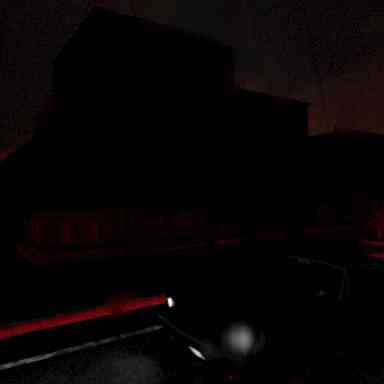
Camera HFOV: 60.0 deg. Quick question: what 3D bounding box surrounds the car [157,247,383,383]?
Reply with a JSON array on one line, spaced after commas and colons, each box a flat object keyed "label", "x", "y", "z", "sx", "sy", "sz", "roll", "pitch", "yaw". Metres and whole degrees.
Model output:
[{"label": "car", "x": 1.859, "y": 1.644, "z": 5.302, "sx": 4.718, "sy": 1.301, "sz": 1.895, "roll": 1, "pitch": 0, "yaw": -35}]
